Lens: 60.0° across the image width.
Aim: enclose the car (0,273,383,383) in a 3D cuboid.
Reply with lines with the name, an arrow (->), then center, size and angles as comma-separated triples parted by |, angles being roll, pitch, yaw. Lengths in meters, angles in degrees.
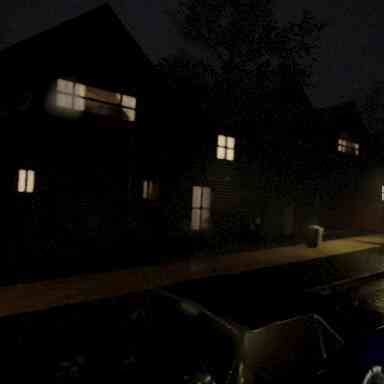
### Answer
car -> 0.088, 1.608, 3.093 | 4.718, 1.301, 1.895 | 0, 0, -35
